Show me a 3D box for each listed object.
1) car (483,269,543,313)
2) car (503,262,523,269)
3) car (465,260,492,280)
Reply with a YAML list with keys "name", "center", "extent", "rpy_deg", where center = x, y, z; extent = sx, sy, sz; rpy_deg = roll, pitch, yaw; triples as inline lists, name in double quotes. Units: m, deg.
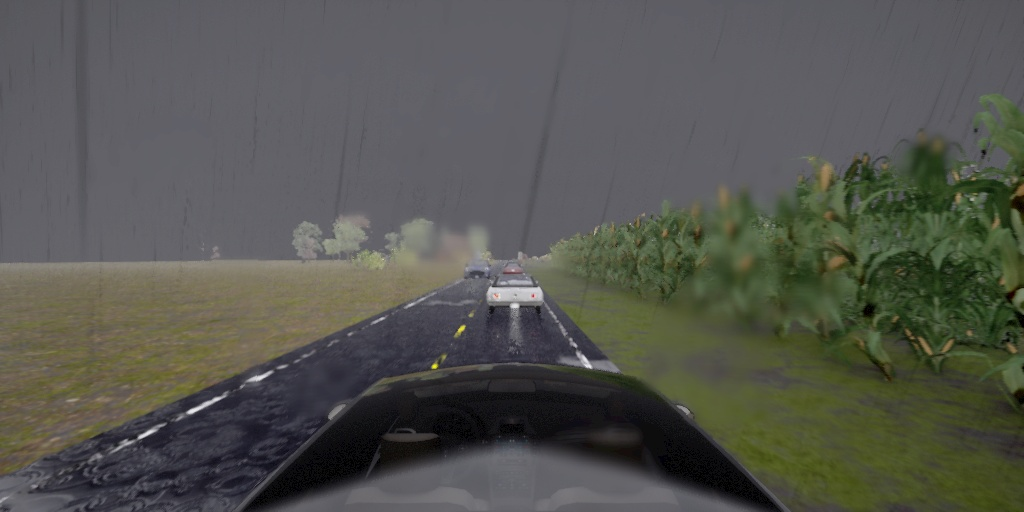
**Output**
- name: "car"
  center: [0.099, 1.349, 14.013]
  extent: [1.895, 1.301, 4.718]
  rpy_deg: [0, 0, 0]
- name: "car"
  center: [0.098, 1.320, 35.516]
  extent: [1.994, 1.385, 4.181]
  rpy_deg: [0, 0, 0]
- name: "car"
  center: [-2.848, 1.106, 31.357]
  extent: [2.097, 1.767, 4.553]
  rpy_deg: [0, 0, 0]
